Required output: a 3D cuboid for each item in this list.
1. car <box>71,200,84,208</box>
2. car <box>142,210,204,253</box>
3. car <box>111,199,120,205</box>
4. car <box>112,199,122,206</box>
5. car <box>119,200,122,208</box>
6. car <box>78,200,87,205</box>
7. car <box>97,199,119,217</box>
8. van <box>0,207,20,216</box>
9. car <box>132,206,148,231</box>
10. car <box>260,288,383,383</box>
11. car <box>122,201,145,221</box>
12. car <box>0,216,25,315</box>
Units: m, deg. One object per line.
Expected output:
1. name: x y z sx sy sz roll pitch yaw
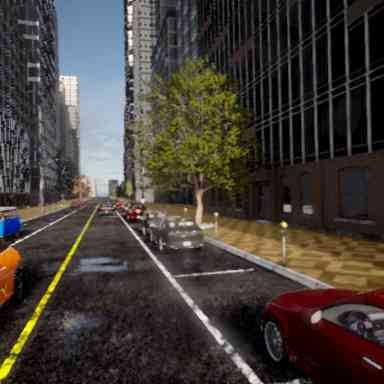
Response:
1. car: -23.452 2.480 67.059 1.887 1.381 4.507 -1 0 -15
2. car: -0.738 1.671 14.193 2.008 1.369 4.403 -1 0 -15
3. car: -19.737 2.512 85.709 1.947 1.339 4.313 -1 0 -15
4. car: -16.814 2.394 74.707 1.947 1.339 4.313 -1 0 -15
5. car: -6.586 1.829 36.199 1.967 1.590 4.097 -1 0 -15
6. car: -29.299 2.737 89.065 1.947 1.339 4.313 -1 0 -15
7. car: -9.679 1.959 37.750 2.128 1.511 4.902 -1 0 -15
8. van: -10.302 1.698 17.547 1.690 1.788 3.998 -1 0 -15
9. car: -2.199 1.740 19.695 2.008 1.369 4.403 -1 0 -15
10. car: 2.185 1.558 3.191 1.802 1.307 4.206 -1 0 -15
11. car: -5.125 1.763 30.698 1.967 1.590 4.097 -1 0 -15
12. car: -4.278 1.489 5.342 2.097 1.767 4.553 -1 0 -15
